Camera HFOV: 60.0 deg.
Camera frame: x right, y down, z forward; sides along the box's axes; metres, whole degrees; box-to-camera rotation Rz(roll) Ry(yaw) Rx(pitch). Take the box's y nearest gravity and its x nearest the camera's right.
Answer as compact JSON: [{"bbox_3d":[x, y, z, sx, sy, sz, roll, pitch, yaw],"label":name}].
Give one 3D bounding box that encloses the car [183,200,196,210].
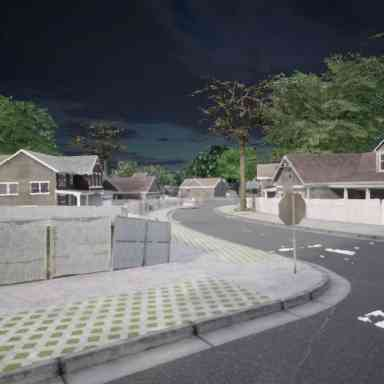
[{"bbox_3d":[-0.379,2.087,54.667,1.812,1.442,4.674,-2,-1,7],"label":"car"}]
